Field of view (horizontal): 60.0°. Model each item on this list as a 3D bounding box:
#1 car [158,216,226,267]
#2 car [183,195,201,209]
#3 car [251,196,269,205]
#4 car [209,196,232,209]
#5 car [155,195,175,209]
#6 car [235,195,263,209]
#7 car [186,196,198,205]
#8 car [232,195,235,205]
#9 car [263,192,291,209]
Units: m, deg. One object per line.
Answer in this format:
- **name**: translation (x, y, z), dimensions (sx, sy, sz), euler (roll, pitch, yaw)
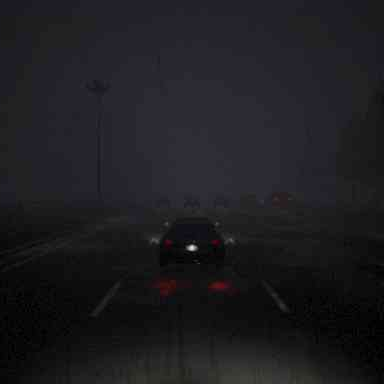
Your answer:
- **car**: translation (-0.001, 1.492, 11.124), dimensions (1.994, 1.385, 4.181), euler (0, 0, 0)
- **car**: translation (-0.002, 1.087, 41.210), dimensions (2.097, 1.767, 4.553), euler (0, 0, 0)
- **car**: translation (10.499, 1.269, 51.669), dimensions (1.895, 1.301, 4.718), euler (0, 0, 0)
- **car**: translation (3.498, 1.240, 41.164), dimensions (1.837, 1.490, 4.892), euler (0, 0, 0)
- **car**: translation (-3.502, 1.240, 41.231), dimensions (1.837, 1.490, 4.892), euler (0, 0, 0)
- **car**: translation (6.998, 1.088, 41.135), dimensions (2.097, 1.767, 4.553), euler (0, 0, 0)
- **car**: translation (0.000, 1.269, 51.772), dimensions (1.895, 1.301, 4.718), euler (0, 0, 0)
- **car**: translation (6.997, 1.217, 51.403), dimensions (2.033, 1.411, 5.357), euler (0, 0, 0)
- **car**: translation (10.498, 0.959, 40.843), dimensions (2.150, 2.045, 5.566), euler (0, 0, 0)
